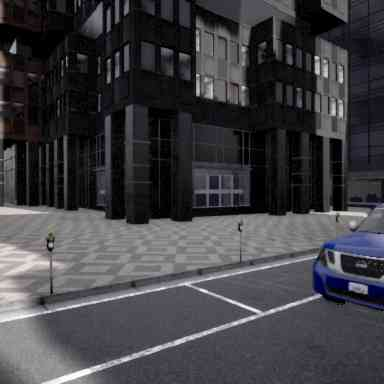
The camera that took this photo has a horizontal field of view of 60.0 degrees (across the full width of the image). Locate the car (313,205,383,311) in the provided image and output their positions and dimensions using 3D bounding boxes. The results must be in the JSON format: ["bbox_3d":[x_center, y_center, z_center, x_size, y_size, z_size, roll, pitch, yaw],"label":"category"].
[{"bbox_3d":[4.909,1.224,7.046,5.566,2.045,2.150,0,0,-37],"label":"car"}]
